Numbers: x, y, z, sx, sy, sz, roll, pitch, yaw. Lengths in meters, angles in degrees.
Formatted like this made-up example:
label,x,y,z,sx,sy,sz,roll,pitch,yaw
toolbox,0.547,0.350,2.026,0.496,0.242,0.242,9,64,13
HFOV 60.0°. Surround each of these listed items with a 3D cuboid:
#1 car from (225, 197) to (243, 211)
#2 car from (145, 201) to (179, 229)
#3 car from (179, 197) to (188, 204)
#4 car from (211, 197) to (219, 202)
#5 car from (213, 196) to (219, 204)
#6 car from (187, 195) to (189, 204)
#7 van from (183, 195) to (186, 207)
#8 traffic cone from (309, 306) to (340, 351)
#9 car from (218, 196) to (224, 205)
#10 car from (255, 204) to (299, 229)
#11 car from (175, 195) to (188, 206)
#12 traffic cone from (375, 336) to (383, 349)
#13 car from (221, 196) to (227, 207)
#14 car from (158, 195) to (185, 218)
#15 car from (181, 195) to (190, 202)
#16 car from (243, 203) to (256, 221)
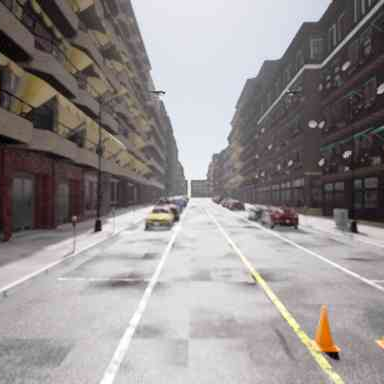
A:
label,x,y,z,sx,sy,sz,roll,pitch,yaw
car,5.926,1.743,44.472,1.887,1.381,4.507,2,0,0
car,-2.076,1.588,22.285,1.752,1.417,4.829,2,0,0
car,-1.802,1.878,72.229,1.947,1.339,4.313,2,0,0
car,6.134,2.049,88.719,1.802,1.307,4.206,1,0,0
car,6.020,1.634,66.596,2.192,1.841,5.009,2,0,0
car,-1.886,1.531,55.638,2.192,1.841,5.009,2,0,0
van,-1.978,1.472,39.046,1.690,1.788,3.998,2,0,0
traffic cone,1.953,1.980,4.910,0.340,0.580,0.340,0,0,0
car,5.998,1.697,55.534,1.967,1.590,4.097,2,0,0
car,5.804,1.649,22.348,1.887,1.381,4.507,2,0,0
car,-1.855,1.562,61.168,2.192,1.841,5.009,2,0,0
traffic cone,2.952,1.985,4.904,0.340,0.580,0.340,0,0,0
car,5.957,1.772,50.001,1.887,1.381,4.507,2,0,0
car,-2.038,1.399,27.988,2.192,1.841,5.009,2,0,0
car,-1.704,1.741,88.820,2.192,1.841,5.009,2,0,0
car,5.834,1.676,27.880,2.008,1.369,4.403,2,0,0
